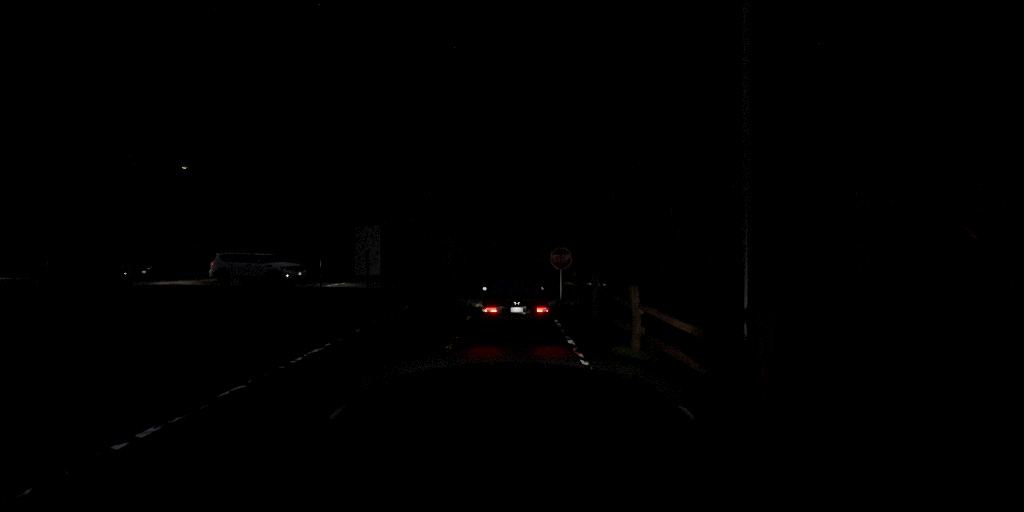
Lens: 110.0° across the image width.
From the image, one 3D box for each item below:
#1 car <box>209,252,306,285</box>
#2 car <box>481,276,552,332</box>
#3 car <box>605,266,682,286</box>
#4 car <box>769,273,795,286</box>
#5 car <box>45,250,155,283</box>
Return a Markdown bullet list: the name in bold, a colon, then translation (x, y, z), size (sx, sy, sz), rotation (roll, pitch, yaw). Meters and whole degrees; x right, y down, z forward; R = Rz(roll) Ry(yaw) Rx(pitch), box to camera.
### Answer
- **car**: translation (-16.816, 0.789, 23.816), size (5.566, 2.045, 2.150), rotation (1, 0, 1)
- **car**: translation (0.060, 1.297, 10.844), size (2.033, 1.411, 5.357), rotation (0, 0, -1)
- **car**: translation (9.663, 1.420, 26.536), size (5.357, 1.411, 2.033), rotation (1, 0, 0)
- **car**: translation (21.319, 1.515, 26.431), size (4.892, 1.490, 1.837), rotation (1, 0, 0)
- **car**: translation (-27.337, 0.654, 23.914), size (5.566, 2.045, 2.150), rotation (1, 0, -1)
